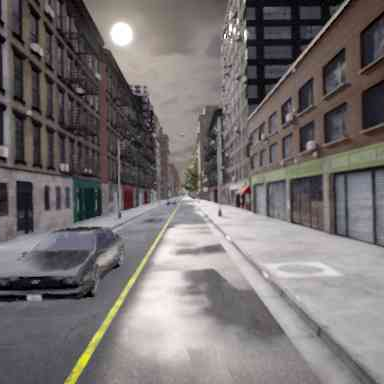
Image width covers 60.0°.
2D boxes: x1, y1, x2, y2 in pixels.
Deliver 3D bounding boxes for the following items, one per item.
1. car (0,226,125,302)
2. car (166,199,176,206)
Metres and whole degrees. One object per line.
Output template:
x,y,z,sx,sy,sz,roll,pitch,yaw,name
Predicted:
-3.093,1.679,9.071,2.033,1.411,5.357,-1,0,-1,car
-4.330,2.126,70.804,1.812,1.442,4.674,-1,-1,-1,car
